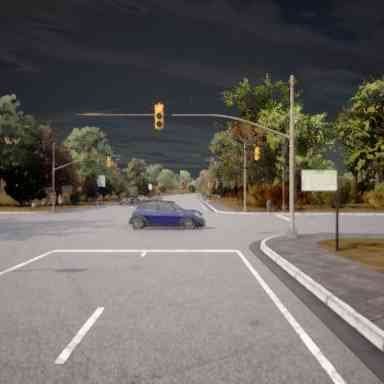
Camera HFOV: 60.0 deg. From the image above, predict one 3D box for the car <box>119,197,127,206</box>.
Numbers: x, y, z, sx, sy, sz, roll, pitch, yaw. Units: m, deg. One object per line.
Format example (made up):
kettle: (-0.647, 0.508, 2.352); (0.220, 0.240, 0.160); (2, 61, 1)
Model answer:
car: (-10.622, 1.569, 54.518); (1.994, 1.385, 4.181); (0, 0, 0)

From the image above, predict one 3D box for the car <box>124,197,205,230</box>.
car: (-1.486, 1.353, 20.431); (4.553, 1.767, 2.097); (0, 0, 3)

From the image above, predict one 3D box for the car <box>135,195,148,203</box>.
car: (-10.550, 1.506, 69.915); (1.837, 1.490, 4.892); (0, 0, 0)

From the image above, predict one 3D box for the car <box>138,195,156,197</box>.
car: (-7.126, 1.482, 50.609); (1.882, 1.535, 5.008); (0, 0, 0)
